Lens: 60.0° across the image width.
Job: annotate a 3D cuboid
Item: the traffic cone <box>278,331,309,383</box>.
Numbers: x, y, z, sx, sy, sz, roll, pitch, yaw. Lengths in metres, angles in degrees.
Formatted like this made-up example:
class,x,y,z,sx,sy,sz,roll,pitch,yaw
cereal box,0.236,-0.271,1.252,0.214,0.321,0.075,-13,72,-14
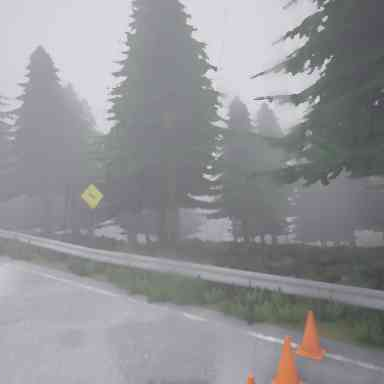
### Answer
class,x,y,z,sx,sy,sz,roll,pitch,yaw
traffic cone,1.096,1.955,3.831,0.340,0.580,0.340,0,0,35

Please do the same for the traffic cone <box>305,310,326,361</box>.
class,x,y,z,sx,sy,sz,roll,pitch,yaw
traffic cone,1.659,1.955,4.655,0.340,0.580,0.340,0,0,35

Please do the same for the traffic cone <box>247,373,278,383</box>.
class,x,y,z,sx,sy,sz,roll,pitch,yaw
traffic cone,0.533,1.955,3.008,0.340,0.580,0.340,0,0,35
